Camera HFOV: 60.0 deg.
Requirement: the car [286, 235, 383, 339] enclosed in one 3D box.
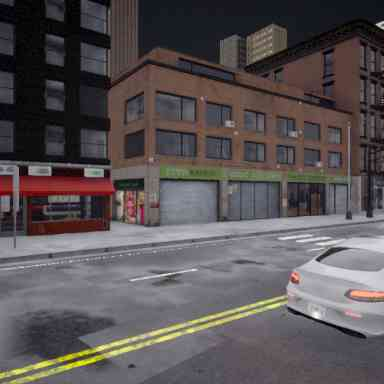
[{"bbox_3d":[3.719,1.526,6.094,4.674,1.442,1.812,0,0,-34],"label":"car"}]
